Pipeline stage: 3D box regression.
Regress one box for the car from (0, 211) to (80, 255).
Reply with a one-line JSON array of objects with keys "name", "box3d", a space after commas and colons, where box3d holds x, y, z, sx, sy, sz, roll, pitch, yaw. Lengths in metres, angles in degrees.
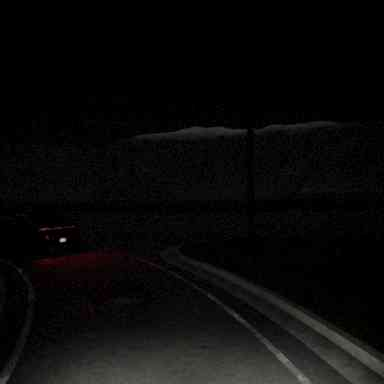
[{"name": "car", "box3d": [-6.490, 1.550, 13.745, 4.902, 1.511, 2.128, -1, 0, 43]}]
